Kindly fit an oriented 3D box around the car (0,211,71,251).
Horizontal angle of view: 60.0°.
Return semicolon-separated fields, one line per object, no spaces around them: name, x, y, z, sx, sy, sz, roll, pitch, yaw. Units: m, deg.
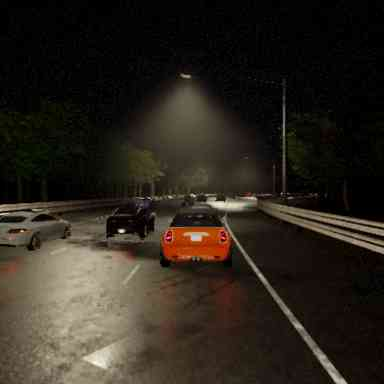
car;-6.706;1.511;13.835;1.812;1.442;4.674;0;0;2

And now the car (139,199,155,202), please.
car;-5.304;1.537;39.355;2.033;1.411;5.357;0;0;6

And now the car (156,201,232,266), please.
car;0.180;1.352;11.685;2.097;1.767;4.553;0;0;2

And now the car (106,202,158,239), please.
car;-3.078;1.499;17.418;1.837;1.490;4.892;0;0;2

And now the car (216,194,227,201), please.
car;6.776;1.310;76.702;2.097;1.767;4.553;0;0;10

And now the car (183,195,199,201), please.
car;-0.385;1.525;51.445;1.812;1.442;4.674;0;0;7

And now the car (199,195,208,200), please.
car;2.095;1.316;69.987;2.097;1.767;4.553;0;0;9

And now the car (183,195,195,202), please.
car;-0.623;1.448;74.987;1.837;1.490;4.892;0;0;10
